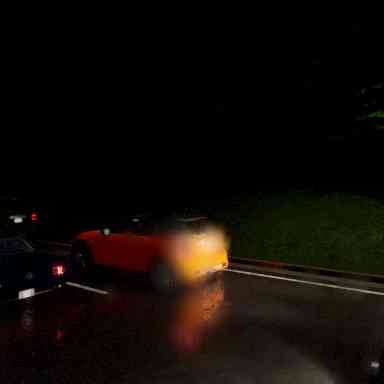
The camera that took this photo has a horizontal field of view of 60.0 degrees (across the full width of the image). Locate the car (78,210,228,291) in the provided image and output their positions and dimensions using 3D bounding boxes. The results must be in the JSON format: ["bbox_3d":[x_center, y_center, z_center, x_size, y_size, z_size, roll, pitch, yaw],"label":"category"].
[{"bbox_3d":[-1.355,1.352,9.263,4.553,1.767,2.097,0,0,36],"label":"car"}]

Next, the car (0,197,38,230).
[{"bbox_3d":[-9.102,1.222,14.788,5.566,2.045,2.150,0,0,36],"label":"car"}]

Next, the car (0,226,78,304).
[{"bbox_3d":[-4.881,1.601,7.476,4.718,1.301,1.895,0,0,35],"label":"car"}]

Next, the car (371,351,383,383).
[{"bbox_3d":[3.691,1.547,1.353,5.357,1.411,2.033,0,0,35],"label":"car"}]
